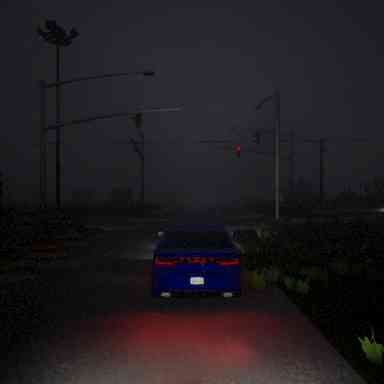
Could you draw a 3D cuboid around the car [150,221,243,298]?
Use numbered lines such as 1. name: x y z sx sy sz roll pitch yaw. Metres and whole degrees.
1. car: 0.101 1.478 8.582 1.882 1.535 5.008 0 0 0
